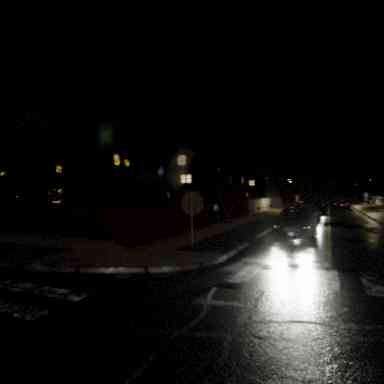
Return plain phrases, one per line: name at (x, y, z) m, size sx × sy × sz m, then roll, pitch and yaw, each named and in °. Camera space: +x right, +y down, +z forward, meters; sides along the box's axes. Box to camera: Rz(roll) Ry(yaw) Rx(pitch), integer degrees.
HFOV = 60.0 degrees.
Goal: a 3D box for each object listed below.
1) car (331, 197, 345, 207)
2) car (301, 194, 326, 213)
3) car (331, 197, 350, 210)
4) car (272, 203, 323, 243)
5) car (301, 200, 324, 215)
car at (22.887, 1.531, 52.189) m, size 1.882 × 1.535 × 5.008 m, roll -1°, pitch 0°, yaw 22°
car at (13.006, 1.287, 35.564) m, size 2.150 × 2.045 × 5.566 m, roll -1°, pitch 0°, yaw 23°
car at (19.212, 1.603, 42.926) m, size 1.994 × 1.385 × 4.181 m, roll -1°, pitch 0°, yaw 21°
car at (5.144, 1.526, 16.406) m, size 2.128 × 1.511 × 4.902 m, roll -1°, pitch 0°, yaw 23°
car at (8.952, 1.577, 25.688) m, size 1.812 × 1.442 × 4.674 m, roll -1°, pitch 0°, yaw 23°
